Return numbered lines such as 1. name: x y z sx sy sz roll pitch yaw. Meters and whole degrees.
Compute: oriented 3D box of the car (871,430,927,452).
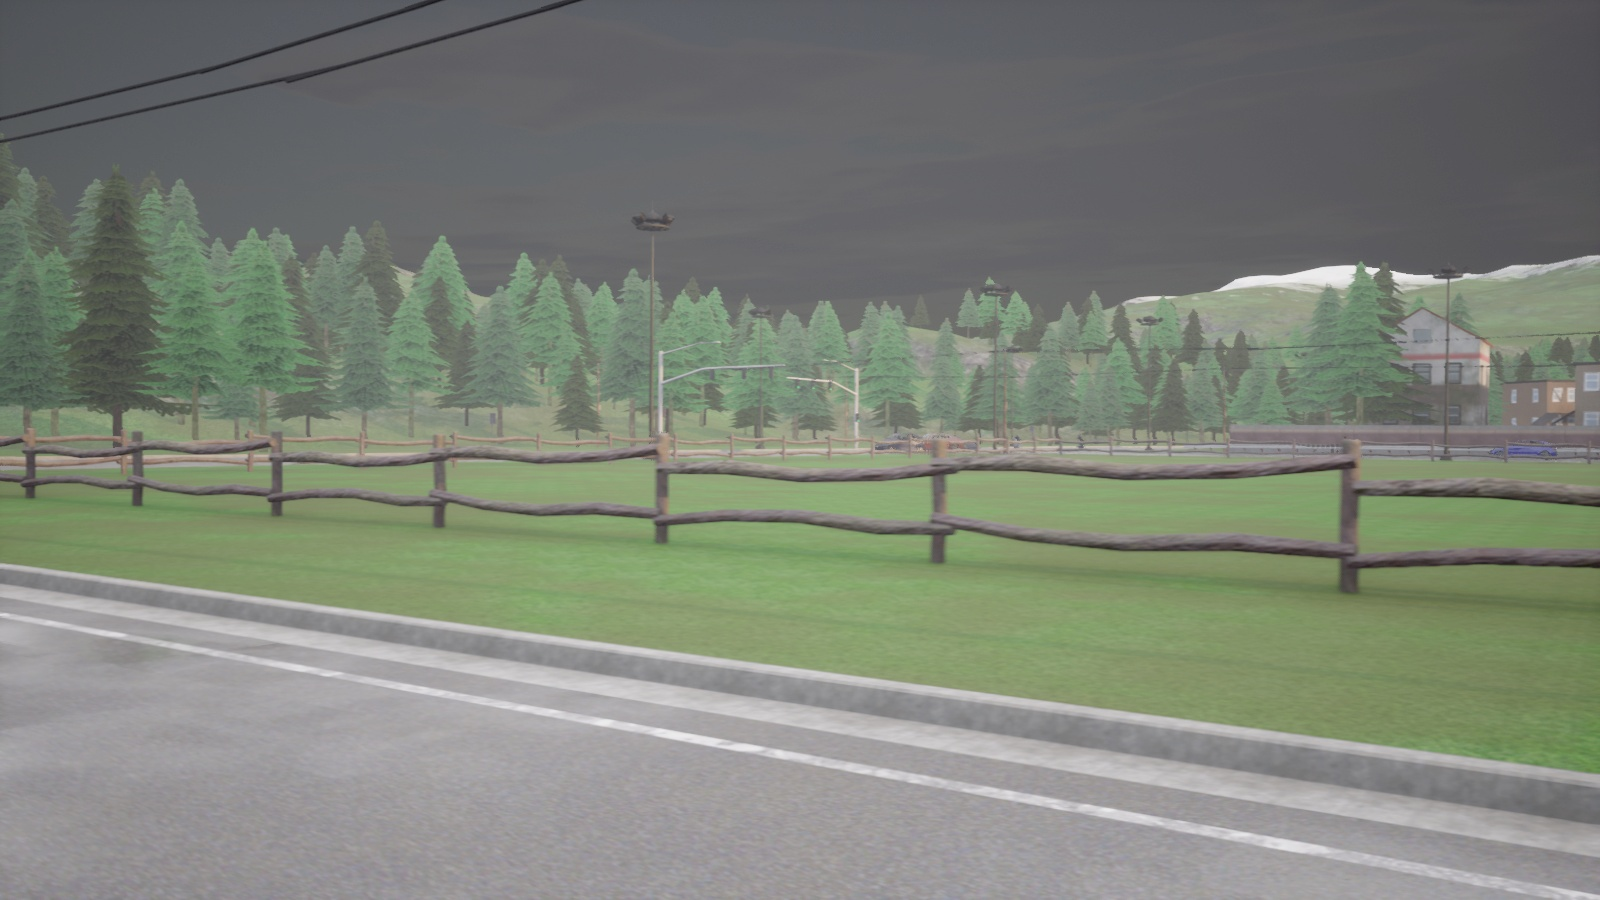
1. car: 7.734 -0.722 98.267 3.988 1.617 1.851 -1 1 -28
